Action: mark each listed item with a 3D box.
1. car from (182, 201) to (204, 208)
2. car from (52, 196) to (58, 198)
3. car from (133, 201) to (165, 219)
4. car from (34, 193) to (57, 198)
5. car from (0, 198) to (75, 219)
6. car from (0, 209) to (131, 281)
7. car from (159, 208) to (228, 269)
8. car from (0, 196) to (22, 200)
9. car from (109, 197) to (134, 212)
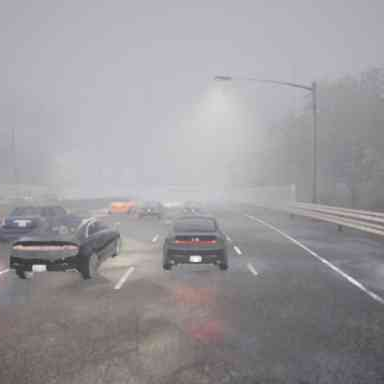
[{"bbox_3d":[0.093,1.519,28.946,2.033,1.411,5.357,0,0,0],"label":"car"},{"bbox_3d":[-17.587,1.569,46.995,1.895,1.301,4.718,0,0,0],"label":"car"},{"bbox_3d":[-3.405,1.519,28.911,2.033,1.411,5.357,0,0,0],"label":"car"},{"bbox_3d":[-21.074,1.191,47.807,2.150,2.045,5.566,0,0,0],"label":"car"},{"bbox_3d":[-6.904,1.333,15.648,2.097,1.767,4.553,0,0,0],"label":"car"},{"bbox_3d":[-3.403,1.479,9.838,2.128,1.511,4.902,0,0,0],"label":"car"},{"bbox_3d":[0.097,1.490,11.092,1.837,1.490,4.892,0,0,0],"label":"car"},{"bbox_3d":[-24.589,1.471,45.507,1.837,1.490,4.892,0,0,0],"label":"car"},{"bbox_3d":[-6.907,1.322,33.562,2.097,1.767,4.553,0,0,0],"label":"car"}]
